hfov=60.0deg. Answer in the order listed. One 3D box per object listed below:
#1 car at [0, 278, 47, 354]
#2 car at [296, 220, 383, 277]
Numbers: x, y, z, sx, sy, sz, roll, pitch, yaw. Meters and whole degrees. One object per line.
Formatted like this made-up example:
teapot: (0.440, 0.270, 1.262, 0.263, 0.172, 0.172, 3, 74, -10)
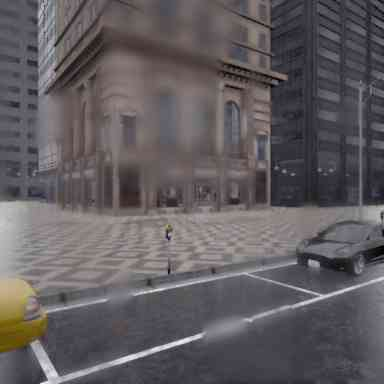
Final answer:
car: (-4.254, 1.525, 3.617, 4.829, 1.417, 1.752, 0, 0, -35)
car: (5.069, 1.566, 10.267, 4.313, 1.339, 1.947, 0, 0, -35)
